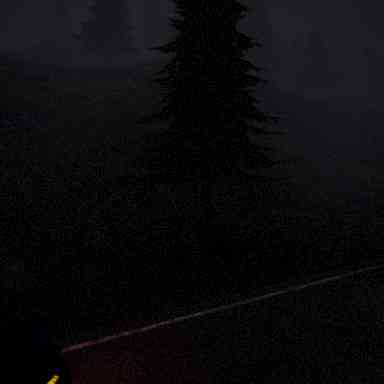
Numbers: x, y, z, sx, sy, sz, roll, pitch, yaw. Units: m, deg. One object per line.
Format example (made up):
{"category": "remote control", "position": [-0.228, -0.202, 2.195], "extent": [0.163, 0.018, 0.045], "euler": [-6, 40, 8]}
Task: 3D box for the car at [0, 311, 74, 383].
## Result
{"category": "car", "position": [-3.098, 1.526, 1.778], "extent": [4.674, 1.442, 1.812], "euler": [0, 0, -36]}
